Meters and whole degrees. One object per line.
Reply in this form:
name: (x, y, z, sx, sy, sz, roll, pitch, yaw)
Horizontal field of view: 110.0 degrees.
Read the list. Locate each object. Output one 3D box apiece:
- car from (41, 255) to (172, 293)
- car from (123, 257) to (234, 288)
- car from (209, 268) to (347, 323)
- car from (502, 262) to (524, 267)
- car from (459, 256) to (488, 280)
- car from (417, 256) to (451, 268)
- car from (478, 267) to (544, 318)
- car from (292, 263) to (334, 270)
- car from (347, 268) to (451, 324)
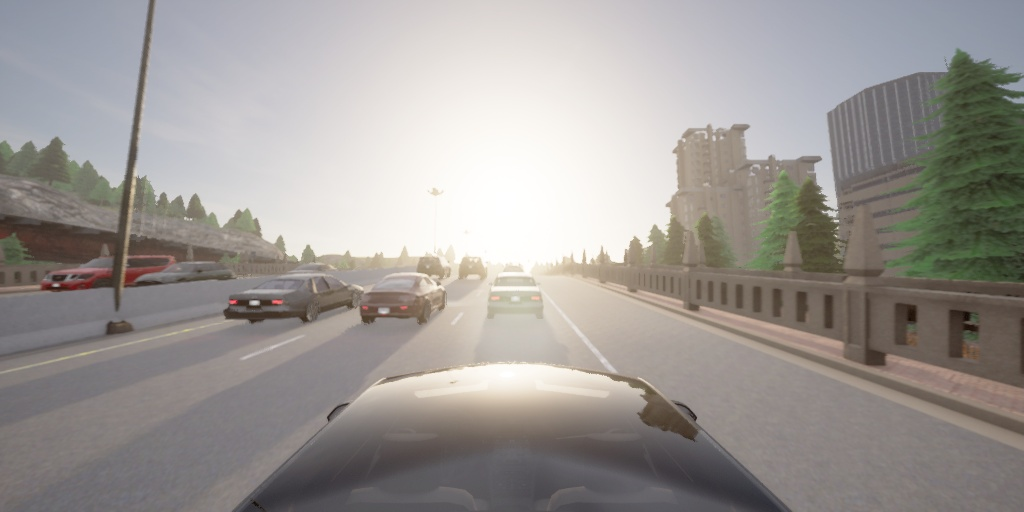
car: (-21.100, 0.987, 19.349, 2.150, 2.045, 5.566, 0, 0, 0)
car: (-17.598, 1.119, 19.542, 2.097, 1.767, 4.553, 0, 0, 0)
car: (-6.900, 1.307, 12.120, 2.033, 1.411, 5.357, 0, 0, 0)
car: (0.100, 1.294, 33.050, 2.128, 1.511, 4.902, 0, -1, 0)
car: (-3.399, 1.013, 32.085, 2.150, 2.045, 5.566, 0, 0, 0)
car: (-6.899, 1.013, 32.068, 2.150, 2.045, 5.566, 0, 0, 0)
car: (0.100, 1.307, 13.000, 2.033, 1.411, 5.357, 0, 0, 0)
car: (-14.098, 1.277, 25.360, 1.837, 1.490, 4.892, 0, 0, 0)
car: (-3.413, 1.285, 11.831, 1.812, 1.442, 4.674, 0, 0, 0)
